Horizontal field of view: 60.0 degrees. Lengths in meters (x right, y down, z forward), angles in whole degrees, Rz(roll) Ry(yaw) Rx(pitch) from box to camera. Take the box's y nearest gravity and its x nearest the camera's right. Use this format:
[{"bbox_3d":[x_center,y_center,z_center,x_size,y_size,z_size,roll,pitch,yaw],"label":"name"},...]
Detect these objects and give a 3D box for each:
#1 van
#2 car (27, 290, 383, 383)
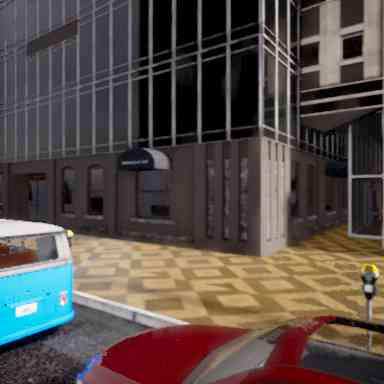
[{"bbox_3d":[-3.707,1.326,5.518,3.998,1.788,1.690,0,0,35],"label":"van"},{"bbox_3d":[0.908,1.581,2.227,4.206,1.307,1.802,0,0,35],"label":"car"}]
